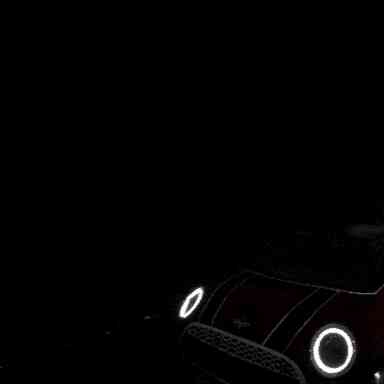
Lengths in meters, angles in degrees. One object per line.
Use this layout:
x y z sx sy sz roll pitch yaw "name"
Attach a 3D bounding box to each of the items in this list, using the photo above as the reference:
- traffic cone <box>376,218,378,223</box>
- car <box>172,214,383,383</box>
10.023 1.722 18.016 0.340 0.580 0.340 2 1 37 "traffic cone"
1.841 1.275 4.666 2.097 1.767 4.553 2 2 42 "car"
